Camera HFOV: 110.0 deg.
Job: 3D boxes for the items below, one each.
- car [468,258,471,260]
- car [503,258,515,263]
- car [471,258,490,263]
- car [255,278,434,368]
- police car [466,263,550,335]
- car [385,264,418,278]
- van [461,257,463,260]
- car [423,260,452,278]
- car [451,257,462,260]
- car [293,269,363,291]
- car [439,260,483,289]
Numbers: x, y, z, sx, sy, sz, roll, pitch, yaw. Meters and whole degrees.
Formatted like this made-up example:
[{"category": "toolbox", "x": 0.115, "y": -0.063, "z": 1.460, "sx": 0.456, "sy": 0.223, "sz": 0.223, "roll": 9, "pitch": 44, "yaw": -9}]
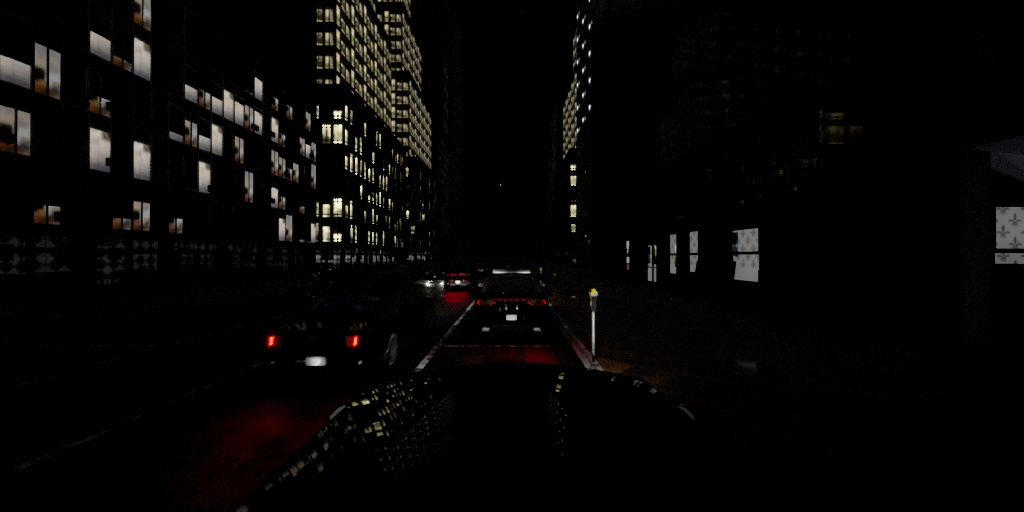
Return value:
[{"category": "car", "x": -8.836, "y": 1.300, "z": 63.188, "sx": 1.802, "sy": 1.307, "sz": 4.207, "roll": 0, "pitch": 0, "yaw": 0}, {"category": "car", "x": -0.455, "y": 1.298, "z": 46.099, "sx": 1.948, "sy": 1.339, "sz": 4.313, "roll": 0, "pitch": 0, "yaw": 0}, {"category": "car", "x": -3.057, "y": 1.263, "z": 38.405, "sx": 1.812, "sy": 1.442, "sz": 4.674, "roll": 0, "pitch": 0, "yaw": 0}, {"category": "car", "x": -3.046, "y": 1.350, "z": 7.806, "sx": 1.895, "sy": 1.301, "sz": 4.718, "roll": 0, "pitch": 0, "yaw": 0}, {"category": "police car", "x": -0.012, "y": 1.174, "z": 10.609, "sx": 1.930, "sy": 1.638, "sz": 5.238, "roll": 0, "pitch": 0, "yaw": 0}, {"category": "car", "x": -8.835, "y": 1.325, "z": 29.033, "sx": 1.802, "sy": 1.307, "sz": 4.207, "roll": 0, "pitch": 0, "yaw": 0}, {"category": "van", "x": -8.836, "y": 1.064, "z": 57.496, "sx": 1.690, "sy": 1.789, "sz": 3.998, "roll": 0, "pitch": 0, "yaw": 0}, {"category": "car", "x": -6.245, "y": 1.289, "z": 31.609, "sx": 2.033, "sy": 1.411, "sz": 5.357, "roll": 0, "pitch": 0, "yaw": 0}, {"category": "car", "x": -8.836, "y": 1.273, "z": 51.803, "sx": 1.888, "sy": 1.381, "sz": 4.507, "roll": 0, "pitch": 0, "yaw": 0}, {"category": "car", "x": -8.836, "y": 1.313, "z": 17.650, "sx": 1.948, "sy": 1.339, "sz": 4.313, "roll": 0, "pitch": 0, "yaw": 0}, {"category": "car", "x": -3.145, "y": 1.251, "z": 23.247, "sx": 1.837, "sy": 1.490, "sz": 4.892, "roll": 0, "pitch": 0, "yaw": 0}]
